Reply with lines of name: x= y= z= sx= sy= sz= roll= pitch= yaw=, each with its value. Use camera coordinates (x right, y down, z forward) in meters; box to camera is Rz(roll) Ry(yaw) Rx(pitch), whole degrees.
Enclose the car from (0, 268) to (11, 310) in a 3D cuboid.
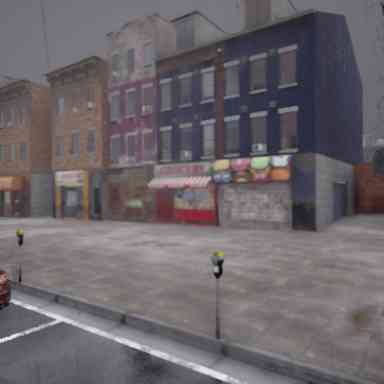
car: x=-5.135 y=1.643 z=6.472 sx=4.206 sy=1.307 sz=1.802 roll=-1 pitch=0 yaw=36
